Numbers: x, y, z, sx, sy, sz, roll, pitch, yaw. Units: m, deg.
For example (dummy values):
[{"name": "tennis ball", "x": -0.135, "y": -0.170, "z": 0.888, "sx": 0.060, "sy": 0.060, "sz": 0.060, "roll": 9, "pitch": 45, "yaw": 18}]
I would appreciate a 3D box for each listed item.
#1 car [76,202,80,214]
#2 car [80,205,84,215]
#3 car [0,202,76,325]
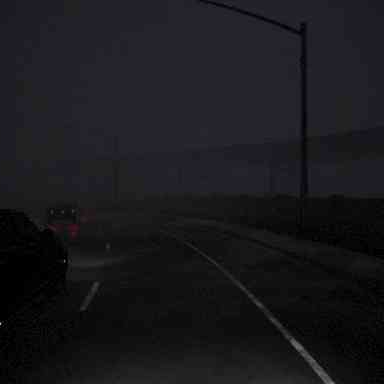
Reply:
[{"name": "car", "x": -11.268, "y": 1.673, "z": 28.233, "sx": 2.097, "sy": 1.767, "sz": 4.553, "roll": -1, "pitch": 0, "yaw": -29}, {"name": "car", "x": -14.132, "y": 1.902, "z": 38.492, "sx": 2.128, "sy": 1.511, "sz": 4.902, "roll": -1, "pitch": 0, "yaw": -39}, {"name": "car", "x": -3.873, "y": 1.291, "z": 5.707, "sx": 2.150, "sy": 2.045, "sz": 5.566, "roll": 0, "pitch": -1, "yaw": -5}]
